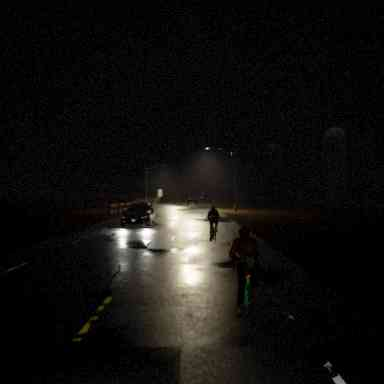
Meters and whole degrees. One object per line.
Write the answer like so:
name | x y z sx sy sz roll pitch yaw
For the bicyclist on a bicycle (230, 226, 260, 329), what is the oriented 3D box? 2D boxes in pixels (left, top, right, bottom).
bicyclist on a bicycle | 0.966 1.455 5.996 0.582 1.620 1.656 0 0 0

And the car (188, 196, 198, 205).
car | 0.109 1.631 62.754 1.837 1.490 4.892 0 0 0

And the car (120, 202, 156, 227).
car | -3.593 1.501 22.773 1.837 1.490 4.892 0 0 0

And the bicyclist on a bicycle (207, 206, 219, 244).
bicyclist on a bicycle | 0.969 1.450 14.963 0.582 1.620 1.656 0 0 0

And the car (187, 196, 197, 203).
car | 0.024 1.733 77.180 2.128 1.511 4.902 0 0 0
